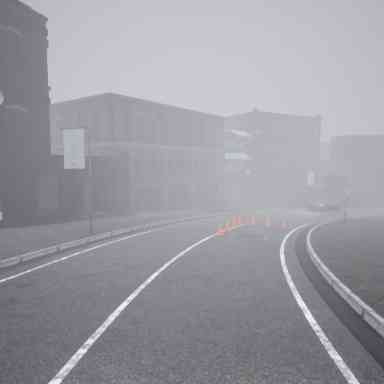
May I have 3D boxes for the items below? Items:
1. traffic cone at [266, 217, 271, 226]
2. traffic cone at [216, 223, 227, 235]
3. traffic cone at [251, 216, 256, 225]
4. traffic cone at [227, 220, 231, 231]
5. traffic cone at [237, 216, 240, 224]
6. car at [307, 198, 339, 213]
[{"bbox_3d":[5.163,1.994,22.414,0.340,0.580,0.340,2,1,17],"label":"traffic cone"},{"bbox_3d":[1.464,1.926,17.292,0.340,0.580,0.340,2,0,17],"label":"traffic cone"},{"bbox_3d":[4.209,1.958,22.709,0.340,0.580,0.340,2,1,17],"label":"traffic cone"},{"bbox_3d":[2.064,1.926,19.200,0.340,0.580,0.340,2,1,18],"label":"traffic cone"},{"bbox_3d":[2.664,1.925,21.107,0.340,0.580,0.340,2,1,17],"label":"traffic cone"},{"bbox_3d":[15.963,1.552,40.419,4.553,1.767,2.097,2,3,-39],"label":"car"}]
